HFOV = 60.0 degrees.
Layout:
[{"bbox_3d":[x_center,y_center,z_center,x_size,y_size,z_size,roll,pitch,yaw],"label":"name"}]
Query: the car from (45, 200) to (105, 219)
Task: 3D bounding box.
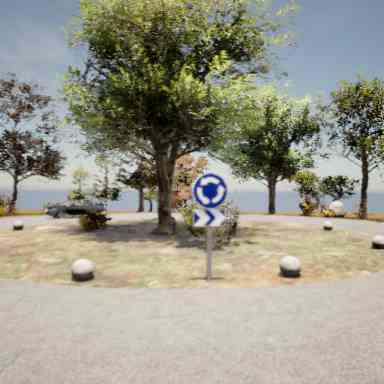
[{"bbox_3d":[-9.946,1.424,28.497,4.902,1.511,2.128,0,0,-39],"label":"car"}]
